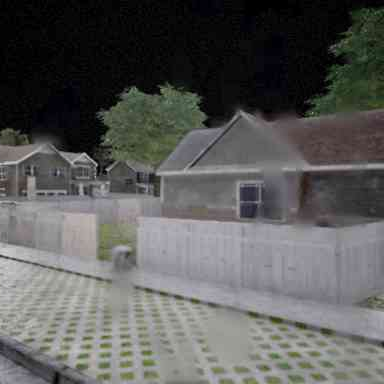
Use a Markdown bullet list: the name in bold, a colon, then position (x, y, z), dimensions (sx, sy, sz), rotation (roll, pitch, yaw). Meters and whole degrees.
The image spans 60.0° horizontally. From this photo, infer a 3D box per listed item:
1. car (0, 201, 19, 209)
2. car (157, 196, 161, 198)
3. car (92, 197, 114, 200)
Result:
- **car**: position (-14.852, 1.416, 25.568), dimensions (1.812, 1.442, 4.674), rotation (0, 1, 33)
- **car**: position (-3.559, 1.203, 42.350), dimensions (1.882, 1.535, 5.008), rotation (0, 1, 34)
- **car**: position (-9.273, 1.315, 33.854), dimensions (1.837, 1.490, 4.892), rotation (0, 1, 34)
